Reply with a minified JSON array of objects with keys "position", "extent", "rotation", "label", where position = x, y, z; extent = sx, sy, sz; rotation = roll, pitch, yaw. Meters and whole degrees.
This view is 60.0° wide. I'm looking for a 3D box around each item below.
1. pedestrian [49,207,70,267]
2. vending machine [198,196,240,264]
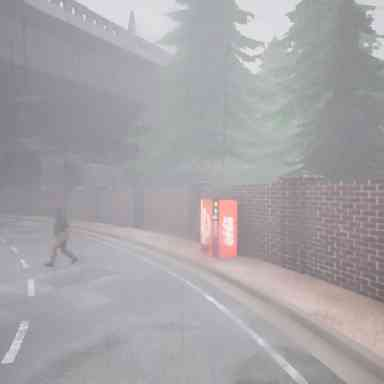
[{"position":[-3.965,1.294,9.955],"extent":[0.375,1.860,0.375],"rotation":[0,0,-30],"label":"pedestrian"},{"position":[0.896,1.195,11.054],"extent":[1.100,2.100,0.880],"rotation":[0,0,-28],"label":"vending machine"}]
